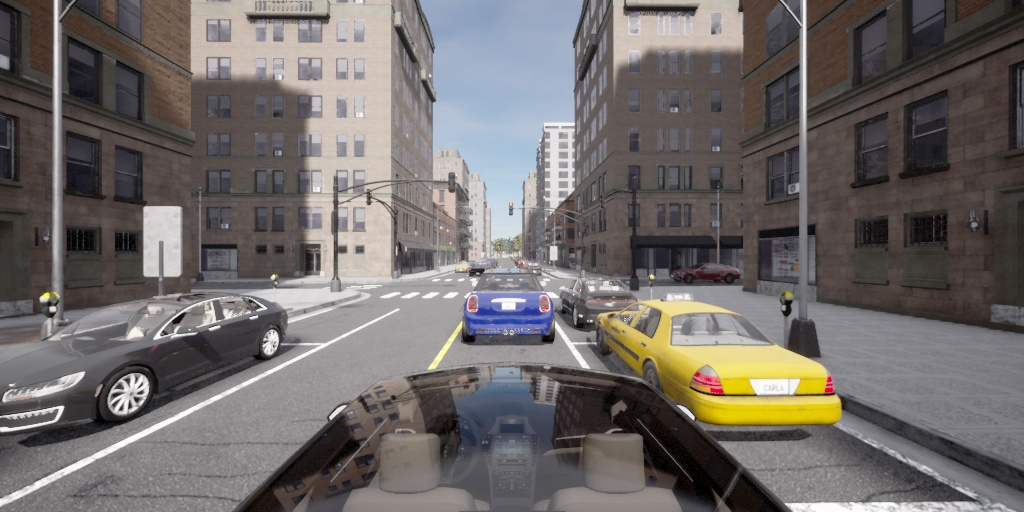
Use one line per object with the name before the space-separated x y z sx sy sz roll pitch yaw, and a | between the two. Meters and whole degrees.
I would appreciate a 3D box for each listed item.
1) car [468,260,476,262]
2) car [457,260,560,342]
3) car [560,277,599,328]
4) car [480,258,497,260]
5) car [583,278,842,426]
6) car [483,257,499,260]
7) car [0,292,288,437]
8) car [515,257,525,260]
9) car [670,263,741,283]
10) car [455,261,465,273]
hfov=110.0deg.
car | -3.271 1.364 36.534 1.895 1.301 4.718 0 0 0
car | -0.083 1.105 9.895 2.097 1.767 4.553 0 0 0
car | 2.535 1.304 11.139 2.007 1.370 4.403 0 0 -1
car | -3.371 1.313 46.275 2.033 1.411 5.357 0 0 0
car | 2.603 1.277 5.904 1.751 1.417 4.829 0 0 -1
car | -3.486 1.332 56.281 1.994 1.385 4.181 0 0 -1
car | -5.429 1.302 5.636 2.007 1.370 4.403 0 0 -1
car | 1.937 1.208 60.739 1.967 1.591 4.097 0 0 -1
car | 13.935 1.197 25.914 4.674 1.442 1.812 0 0 1
car | -5.881 1.290 43.427 1.751 1.417 4.829 0 0 -1
